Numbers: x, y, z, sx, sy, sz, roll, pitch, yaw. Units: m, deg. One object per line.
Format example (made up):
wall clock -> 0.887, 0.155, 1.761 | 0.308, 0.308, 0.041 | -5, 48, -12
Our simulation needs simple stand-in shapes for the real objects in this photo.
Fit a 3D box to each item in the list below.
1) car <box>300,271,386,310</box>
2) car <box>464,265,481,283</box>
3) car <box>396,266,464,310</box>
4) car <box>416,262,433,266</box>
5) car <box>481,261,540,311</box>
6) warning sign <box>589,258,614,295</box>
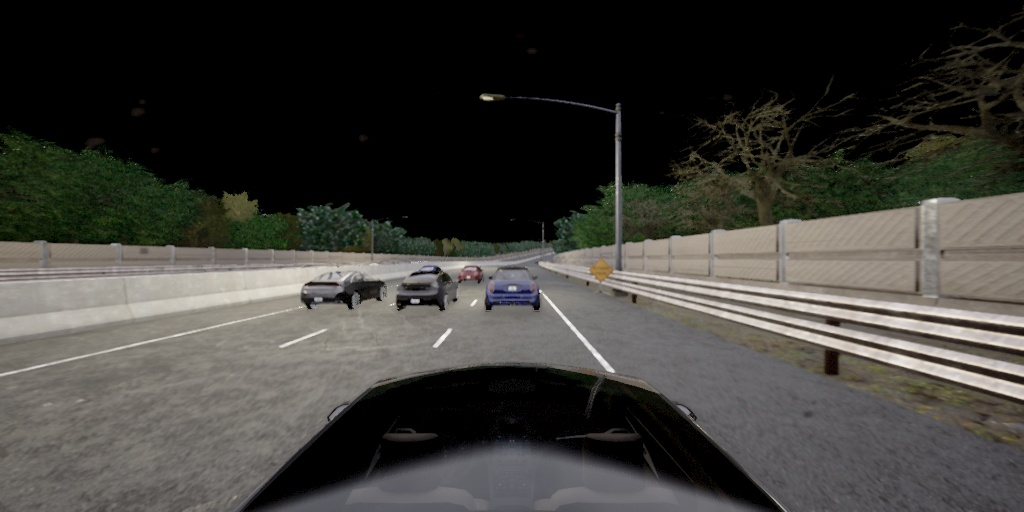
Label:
car -> -6.965, 1.370, 15.355 | 2.128, 1.511, 4.902 | 0, 0, 0
car -> -3.433, 1.529, 30.747 | 1.812, 1.442, 4.674 | 0, 0, 1
car -> -3.465, 1.384, 15.342 | 1.837, 1.490, 4.892 | 0, 0, 0
car -> -6.934, 1.529, 30.753 | 1.812, 1.442, 4.674 | 0, 0, 1
car -> 0.034, 1.227, 15.230 | 2.097, 1.767, 4.553 | 0, -1, 0
warning sign -> 4.572, 1.022, 18.588 | 1.300, 1.860, 1.060 | 0, 0, 0
